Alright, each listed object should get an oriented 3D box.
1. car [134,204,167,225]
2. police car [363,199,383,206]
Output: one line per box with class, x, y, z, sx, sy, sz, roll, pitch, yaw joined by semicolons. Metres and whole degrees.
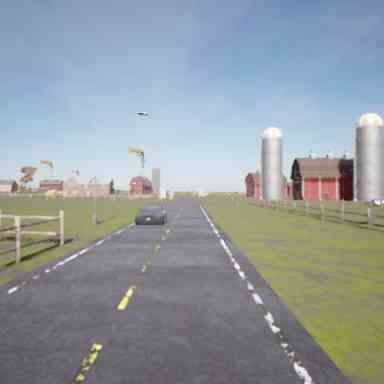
car;-2.851;1.583;23.817;1.994;1.385;4.181;0;0;0
police car;39.111;2.237;70.688;4.974;1.542;2.038;1;-1;0
